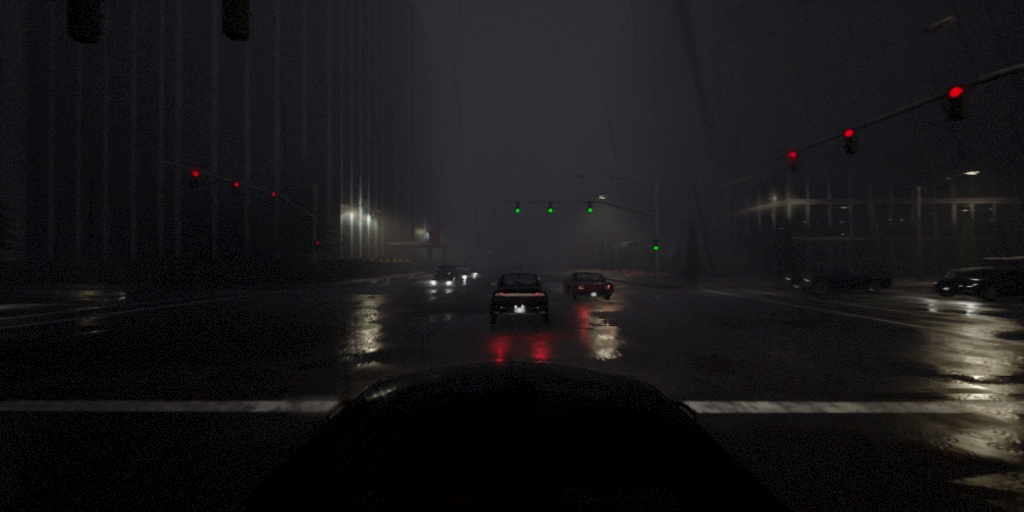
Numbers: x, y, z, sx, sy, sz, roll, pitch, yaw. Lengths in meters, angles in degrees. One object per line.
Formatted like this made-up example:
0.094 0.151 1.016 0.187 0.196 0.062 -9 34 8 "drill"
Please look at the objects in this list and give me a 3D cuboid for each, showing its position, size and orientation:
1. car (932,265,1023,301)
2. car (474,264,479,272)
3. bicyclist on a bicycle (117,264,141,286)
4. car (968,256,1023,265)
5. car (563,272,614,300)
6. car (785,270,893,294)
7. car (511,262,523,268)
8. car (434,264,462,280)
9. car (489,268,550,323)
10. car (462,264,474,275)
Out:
23.286 1.314 17.191 4.892 1.490 1.837 0 -1 1 "car"
-6.302 1.915 56.832 1.895 1.301 4.718 0 -1 1 "car"
-28.449 1.408 26.633 0.582 1.620 1.656 0 0 1 "bicyclist on a bicycle"
28.510 1.042 20.578 5.566 2.045 2.150 0 -1 1 "car"
3.831 1.503 18.870 1.895 1.301 4.718 0 -1 1 "car"
18.774 1.463 20.814 4.718 1.301 1.895 0 -1 2 "car"
0.863 1.870 60.688 2.033 1.411 5.357 0 -1 0 "car"
-6.642 1.622 36.541 1.837 1.490 4.892 0 -1 1 "car"
0.254 1.347 12.617 2.128 1.511 4.902 0 -1 1 "car"
-6.498 1.741 46.623 1.812 1.442 4.674 0 -1 1 "car"
